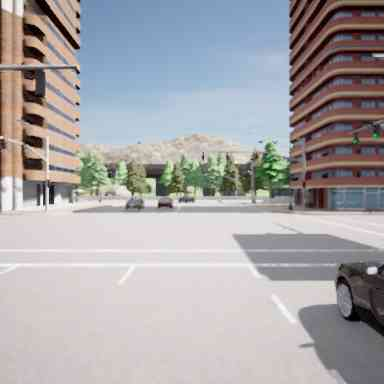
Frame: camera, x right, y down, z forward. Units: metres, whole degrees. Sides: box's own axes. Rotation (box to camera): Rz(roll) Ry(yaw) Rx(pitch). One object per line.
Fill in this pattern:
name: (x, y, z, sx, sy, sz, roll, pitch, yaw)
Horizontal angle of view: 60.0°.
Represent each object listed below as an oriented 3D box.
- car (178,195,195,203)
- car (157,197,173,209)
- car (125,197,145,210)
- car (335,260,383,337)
car: (-1.106, 1.397, 66.206, 2.128, 1.511, 4.902, 0, 0, -27)
car: (-3.559, 1.422, 44.959, 1.882, 1.535, 5.008, 0, 0, 0)
car: (-7.079, 1.440, 41.635, 2.128, 1.511, 4.902, 0, 0, 0)
car: (3.569, 1.472, 4.205, 1.882, 1.535, 5.008, 0, 0, 0)
